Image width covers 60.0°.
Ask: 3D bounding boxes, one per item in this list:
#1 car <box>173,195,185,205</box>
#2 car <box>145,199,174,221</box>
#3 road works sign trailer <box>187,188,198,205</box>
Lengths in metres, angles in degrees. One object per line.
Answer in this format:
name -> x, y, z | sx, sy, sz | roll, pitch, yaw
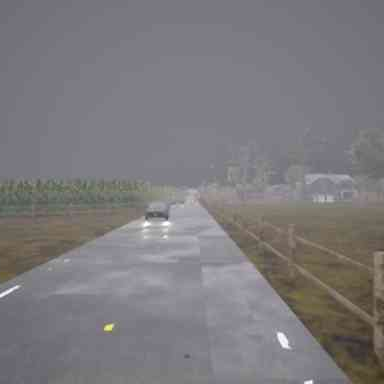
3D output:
car -> -2.712, 1.699, 68.659 | 2.150, 2.045, 5.566 | 0, -1, 0
car -> -2.830, 1.538, 28.337 | 1.882, 1.535, 5.008 | 0, 0, 0
road works sign trailer -> 0.153, 1.013, 73.169 | 2.380, 3.560, 2.880 | 0, -1, -5
